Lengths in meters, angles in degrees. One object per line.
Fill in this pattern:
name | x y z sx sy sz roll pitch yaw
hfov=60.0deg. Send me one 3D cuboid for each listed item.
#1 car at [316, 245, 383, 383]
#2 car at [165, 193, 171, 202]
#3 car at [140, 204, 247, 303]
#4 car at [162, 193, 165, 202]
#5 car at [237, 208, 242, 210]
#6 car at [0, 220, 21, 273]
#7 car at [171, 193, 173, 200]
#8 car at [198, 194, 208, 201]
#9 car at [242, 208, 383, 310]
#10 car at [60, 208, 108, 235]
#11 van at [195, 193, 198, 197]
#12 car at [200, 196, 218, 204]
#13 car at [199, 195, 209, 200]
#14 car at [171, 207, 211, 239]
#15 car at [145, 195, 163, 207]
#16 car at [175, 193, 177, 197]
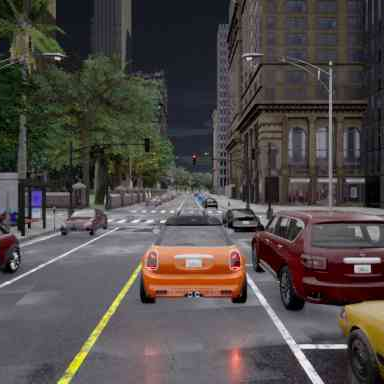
car | 2.752 1.525 2.463 1.752 1.417 4.829 0 0 0
car | -6.141 1.388 72.081 1.967 1.590 4.097 0 0 0
car | 0.032 1.350 8.339 2.097 1.767 4.553 0 0 0
car | -6.055 1.407 55.820 1.967 1.590 4.097 0 0 0
car | 2.667 1.560 18.569 1.947 1.339 4.313 0 0 0
car | -5.801 1.438 7.689 1.967 1.590 4.097 0 0 0
car | -6.170 1.255 77.501 2.192 1.841 5.009 0 0 0
car | 2.469 1.492 56.016 1.752 1.417 4.829 0 0 0
car | 2.724 1.313 7.718 2.192 1.841 5.009 0 0 0
car | -5.858 1.576 18.541 1.802 1.307 4.206 0 0 0
van | 2.326 1.272 82.947 1.690 1.788 3.998 0 0 0
car | 2.528 1.542 45.005 1.947 1.339 4.313 0 0 0
car | 2.499 1.538 50.425 1.947 1.339 4.313 0 0 0
car | -0.031 1.595 18.158 1.895 1.301 4.718 0 0 0
car | -6.026 1.523 50.400 2.008 1.369 4.403 0 0 0
car | -6.256 1.228 93.762 2.192 1.841 5.009 0 0 0
